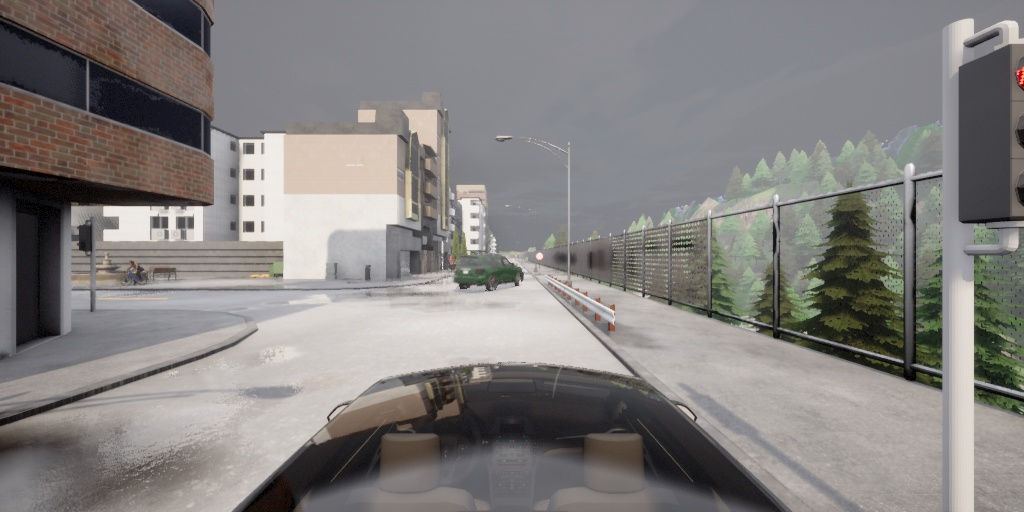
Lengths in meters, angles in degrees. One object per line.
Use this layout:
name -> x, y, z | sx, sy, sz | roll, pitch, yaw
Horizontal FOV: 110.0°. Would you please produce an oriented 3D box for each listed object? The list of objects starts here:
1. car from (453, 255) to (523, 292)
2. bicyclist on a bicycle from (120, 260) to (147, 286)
car -> -1.301, 0.971, 21.925 | 2.150, 2.045, 5.566 | 1, 0, 28
bicyclist on a bicycle -> -24.285, 1.099, 23.055 | 0.582, 1.620, 1.656 | 0, 0, 0
